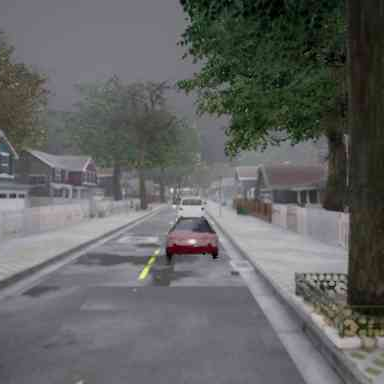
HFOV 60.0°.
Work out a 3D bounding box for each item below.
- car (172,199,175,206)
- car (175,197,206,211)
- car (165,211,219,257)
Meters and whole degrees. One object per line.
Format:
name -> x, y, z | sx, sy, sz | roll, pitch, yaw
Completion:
car -> -2.773, 1.922, 65.713 | 1.812, 1.442, 4.674 | 0, 0, 0
car -> 0.008, 1.453, 27.596 | 2.150, 2.045, 5.566 | 0, 0, 0
car -> 0.020, 1.691, 13.477 | 1.994, 1.385, 4.181 | 0, 0, 0
